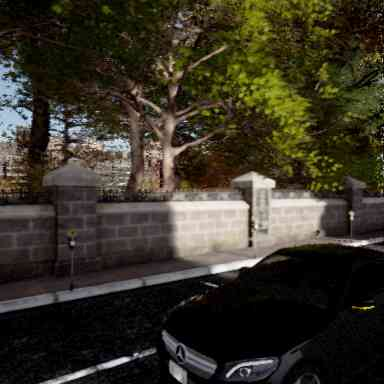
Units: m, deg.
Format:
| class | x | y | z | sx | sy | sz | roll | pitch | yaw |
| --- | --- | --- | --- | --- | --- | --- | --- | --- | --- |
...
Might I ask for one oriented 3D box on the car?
| class | x | y | z | sx | sy | sz | roll | pitch | yaw |
| --- | --- | --- | --- | --- | --- | --- | --- | --- | --- |
| car | 1.753 | 1.518 | 4.635 | 4.674 | 1.442 | 1.812 | 0 | 0 | -36 |
